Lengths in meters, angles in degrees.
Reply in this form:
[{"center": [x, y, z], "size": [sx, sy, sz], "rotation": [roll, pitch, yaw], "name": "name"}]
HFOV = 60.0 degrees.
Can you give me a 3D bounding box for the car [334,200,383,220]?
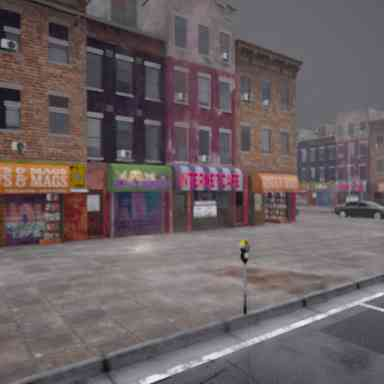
[{"center": [14.283, 1.486, 27.527], "size": [1.837, 1.490, 4.892], "rotation": [0, 0, -36], "name": "car"}]
